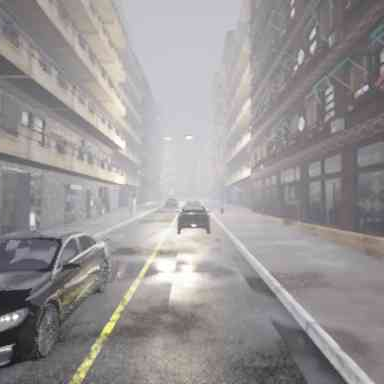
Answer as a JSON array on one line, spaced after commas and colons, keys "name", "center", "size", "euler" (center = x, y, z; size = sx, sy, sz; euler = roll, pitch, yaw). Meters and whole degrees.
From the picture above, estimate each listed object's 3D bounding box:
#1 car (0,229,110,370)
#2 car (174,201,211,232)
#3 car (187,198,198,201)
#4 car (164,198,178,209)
[{"name": "car", "center": [-2.852, 1.495, 6.017], "size": [2.128, 1.511, 4.902], "euler": [0, 0, 0]}, {"name": "car", "center": [0.091, 1.520, 20.005], "size": [1.837, 1.490, 4.892], "euler": [0, 0, 0]}, {"name": "car", "center": [0.079, 1.537, 41.423], "size": [2.128, 1.511, 4.902], "euler": [0, 0, 0]}, {"name": "car", "center": [-2.857, 1.561, 46.813], "size": [1.837, 1.490, 4.892], "euler": [0, 0, 0]}]
